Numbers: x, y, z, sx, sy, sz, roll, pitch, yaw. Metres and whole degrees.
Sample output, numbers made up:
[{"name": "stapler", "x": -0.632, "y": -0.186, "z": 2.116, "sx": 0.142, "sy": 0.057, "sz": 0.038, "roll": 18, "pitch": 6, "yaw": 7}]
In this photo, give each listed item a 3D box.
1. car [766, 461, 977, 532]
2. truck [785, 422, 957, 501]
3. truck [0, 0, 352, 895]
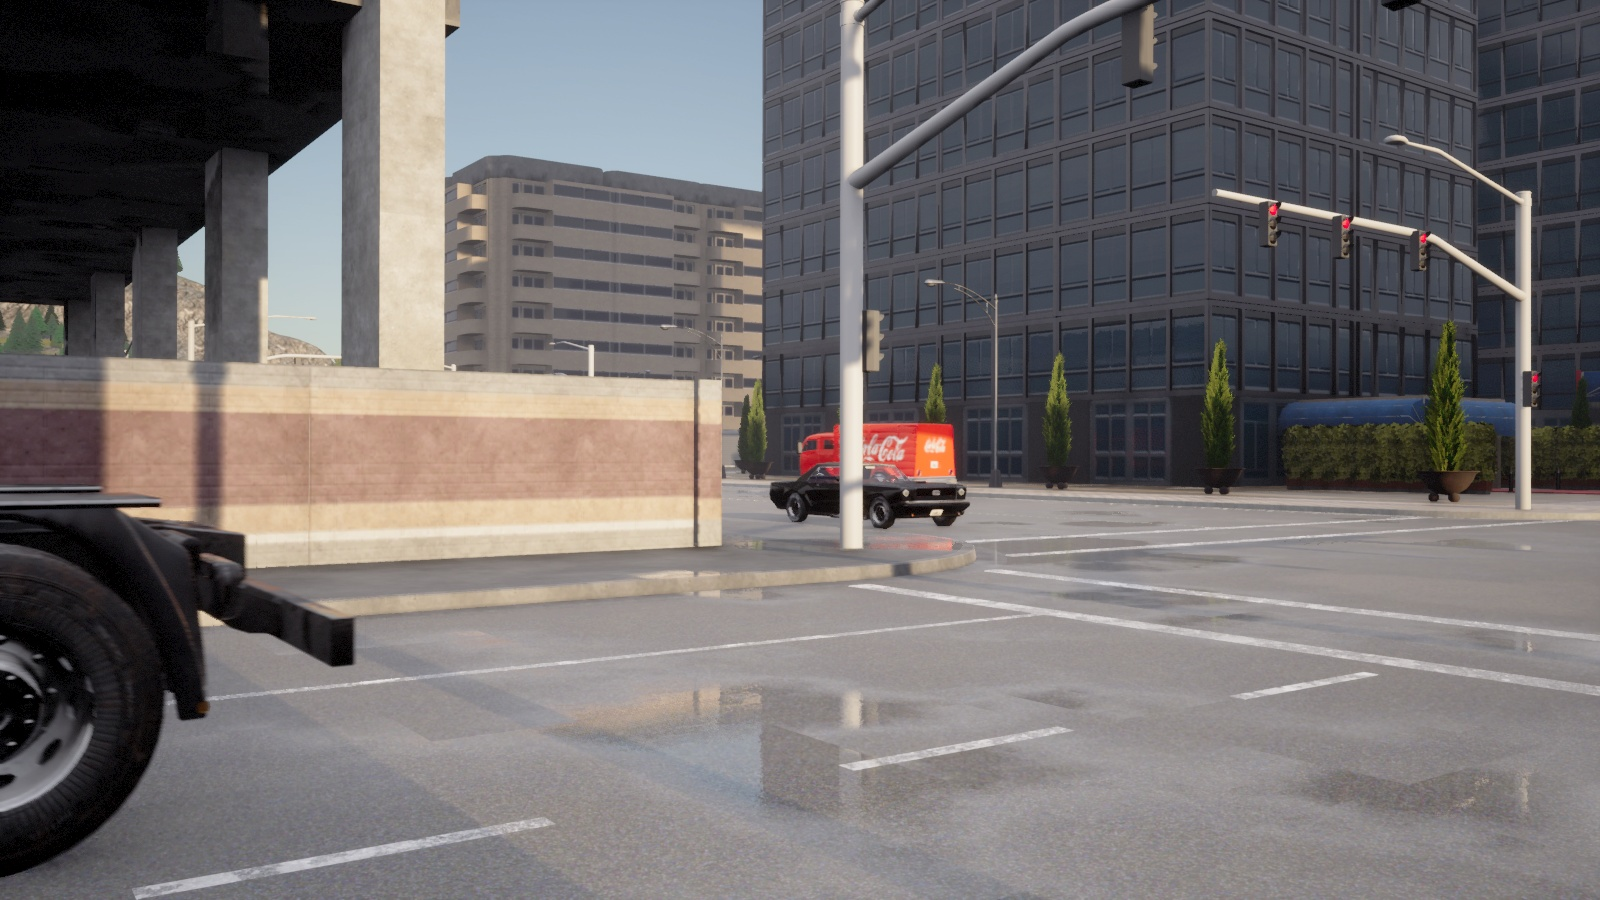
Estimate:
[{"name": "car", "x": 1.378, "y": 0.906, "z": 26.382, "sx": 1.895, "sy": 1.301, "sz": 4.718, "roll": 0, "pitch": 0, "yaw": -35}, {"name": "truck", "x": 2.327, "y": 0.355, "z": 41.910, "sx": 5.204, "sy": 2.467, "sz": 2.627, "roll": 0, "pitch": 0, "yaw": 40}, {"name": "truck", "x": -5.846, "y": -0.215, "z": 3.859, "sx": 7.936, "sy": 3.462, "sz": 2.891, "roll": 0, "pitch": 0, "yaw": -35}]
